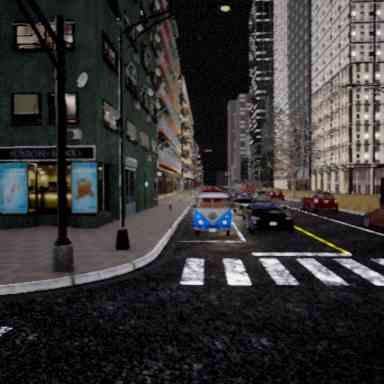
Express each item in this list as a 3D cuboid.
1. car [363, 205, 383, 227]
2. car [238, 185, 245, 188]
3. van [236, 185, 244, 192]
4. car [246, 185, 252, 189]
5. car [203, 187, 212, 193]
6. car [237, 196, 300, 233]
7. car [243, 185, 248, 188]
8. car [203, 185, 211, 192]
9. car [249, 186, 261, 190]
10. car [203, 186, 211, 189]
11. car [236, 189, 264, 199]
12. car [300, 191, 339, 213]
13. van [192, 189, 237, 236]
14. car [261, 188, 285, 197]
[{"bbox_3d":[9.279,1.120,14.839,1.802,1.307,4.206,0,2,2],"label":"car"},{"bbox_3d":[11.682,-0.587,70.037,2.192,1.841,5.009,0,1,2],"label":"car"},{"bbox_3d":[12.403,-0.984,86.600,1.690,1.788,3.998,0,1,2],"label":"van"},{"bbox_3d":[11.202,-0.073,59.002,1.887,1.381,4.507,0,1,2],"label":"car"},{"bbox_3d":[3.791,-0.567,81.451,1.947,1.339,4.313,0,1,2],"label":"car"},{"bbox_3d":[3.532,1.111,16.116,1.994,1.385,4.181,0,2,3],"label":"car"},{"bbox_3d":[11.442,-0.178,64.523,1.802,1.307,4.206,0,1,2],"label":"car"},{"bbox_3d":[4.272,-1.098,92.486,2.192,1.841,5.009,0,1,2],"label":"car"},{"bbox_3d":[10.961,0.076,53.482,2.008,1.369,4.403,0,1,2],"label":"car"},{"bbox_3d":[1.147,0.759,20.719,2.192,1.841,5.009,0,2,2],"label":"car"},{"bbox_3d":[3.967,0.774,26.125,2.128,1.511,4.902,0,1,2],"label":"car"},{"bbox_3d":[9.760,0.687,25.876,1.967,1.590,4.097,0,2,2],"label":"car"},{"bbox_3d":[0.906,0.931,15.199,1.690,1.788,3.998,0,2,2],"label":"van"},{"bbox_3d":[10.480,0.252,42.438,1.967,1.590,4.097,0,1,2],"label":"car"}]
